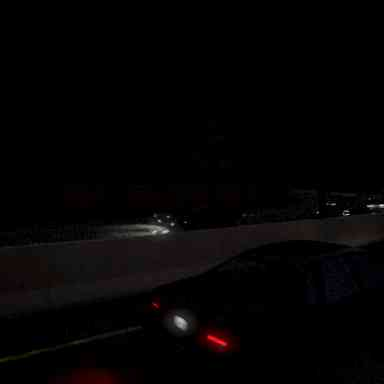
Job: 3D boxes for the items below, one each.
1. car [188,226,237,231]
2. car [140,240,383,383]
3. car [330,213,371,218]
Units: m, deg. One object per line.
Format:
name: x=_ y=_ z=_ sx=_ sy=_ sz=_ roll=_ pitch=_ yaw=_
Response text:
car: x=0.890 y=1.342 z=17.923 sx=4.892 sy=1.490 sz=1.837 roll=0 pitch=1 yaw=-40
car: x=1.911 y=1.505 z=5.170 sx=5.357 sy=1.411 sz=2.033 roll=0 pitch=1 yaw=-35
car: x=9.691 y=1.197 z=21.201 sx=2.097 sy=1.767 sz=4.553 roll=1 pitch=1 yaw=45
